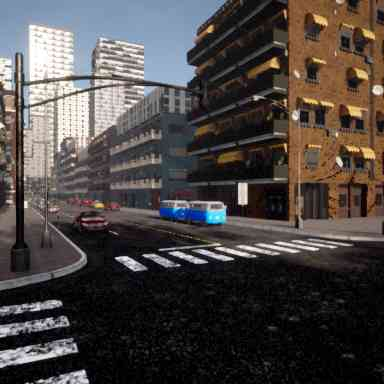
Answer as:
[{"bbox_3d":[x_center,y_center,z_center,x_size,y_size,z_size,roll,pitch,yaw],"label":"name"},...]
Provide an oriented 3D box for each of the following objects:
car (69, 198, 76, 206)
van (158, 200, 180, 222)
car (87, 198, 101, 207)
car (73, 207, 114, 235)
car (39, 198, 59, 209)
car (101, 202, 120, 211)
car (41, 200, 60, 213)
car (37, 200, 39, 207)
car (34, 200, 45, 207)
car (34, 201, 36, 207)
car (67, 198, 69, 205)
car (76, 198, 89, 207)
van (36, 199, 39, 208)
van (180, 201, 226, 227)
[{"bbox_3d":[-27.407,2.351,79.700,2.192,1.841,5.009,-1,0,-27],"label":"car"},{"bbox_3d":[-1.653,1.662,29.955,1.690,1.788,3.998,-1,0,-27],"label":"van"},{"bbox_3d":[-17.179,2.277,59.953,1.752,1.417,4.829,-1,0,-27],"label":"car"},{"bbox_3d":[-6.499,1.864,21.167,1.802,1.307,4.206,-1,0,-27],"label":"car"},{"bbox_3d":[-21.954,2.151,51.015,1.967,1.590,4.097,-1,0,-27],"label":"car"},{"bbox_3d":[-11.950,2.188,49.852,1.802,1.307,4.206,-1,0,-27],"label":"car"},{"bbox_3d":[-19.376,2.221,46.040,1.802,1.307,4.206,-1,0,-27],"label":"car"},{"bbox_3d":[-24.527,2.333,55.989,2.008,1.369,4.403,-1,0,-27],"label":"car"},{"bbox_3d":[-34.863,2.620,75.869,2.008,1.369,4.403,-1,0,-27],"label":"car"},{"bbox_3d":[-32.278,2.313,70.903,2.192,1.841,5.009,-1,0,-27],"label":"car"},{"bbox_3d":[-32.557,2.495,89.650,2.192,1.841,5.009,-1,0,-27],"label":"car"},{"bbox_3d":[-22.256,2.208,69.751,2.192,1.841,5.009,-1,0,-27],"label":"car"},{"bbox_3d":[-27.106,2.195,60.964,1.690,1.788,3.998,-1,0,-27],"label":"van"},{"bbox_3d":[0.922,1.590,24.979,1.690,1.788,3.998,-1,0,-27],"label":"van"}]
